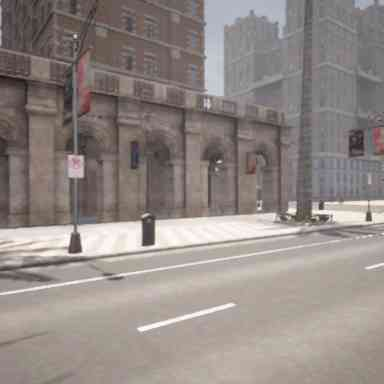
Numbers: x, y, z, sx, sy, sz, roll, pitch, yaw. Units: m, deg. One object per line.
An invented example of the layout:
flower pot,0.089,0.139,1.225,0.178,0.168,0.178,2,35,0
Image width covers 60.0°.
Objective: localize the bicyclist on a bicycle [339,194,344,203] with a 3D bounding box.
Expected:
bicyclist on a bicycle,26.458,1.211,58.861,1.656,1.620,0.582,0,0,-36
